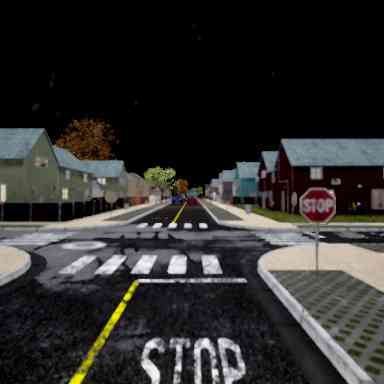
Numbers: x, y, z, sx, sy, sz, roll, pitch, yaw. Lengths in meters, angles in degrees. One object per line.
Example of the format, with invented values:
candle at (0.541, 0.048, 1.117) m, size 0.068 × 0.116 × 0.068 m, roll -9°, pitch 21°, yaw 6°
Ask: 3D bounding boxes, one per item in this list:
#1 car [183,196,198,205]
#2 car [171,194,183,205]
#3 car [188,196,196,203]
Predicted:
car at (-0.002, 1.483, 60.463) m, size 2.097 × 1.767 × 4.553 m, roll 0°, pitch 0°, yaw 0°
car at (-2.752, 1.372, 64.635) m, size 2.150 × 2.045 × 5.566 m, roll 0°, pitch 0°, yaw 0°
car at (-0.002, 1.550, 70.497) m, size 1.812 × 1.442 × 4.674 m, roll 0°, pitch 0°, yaw 0°
